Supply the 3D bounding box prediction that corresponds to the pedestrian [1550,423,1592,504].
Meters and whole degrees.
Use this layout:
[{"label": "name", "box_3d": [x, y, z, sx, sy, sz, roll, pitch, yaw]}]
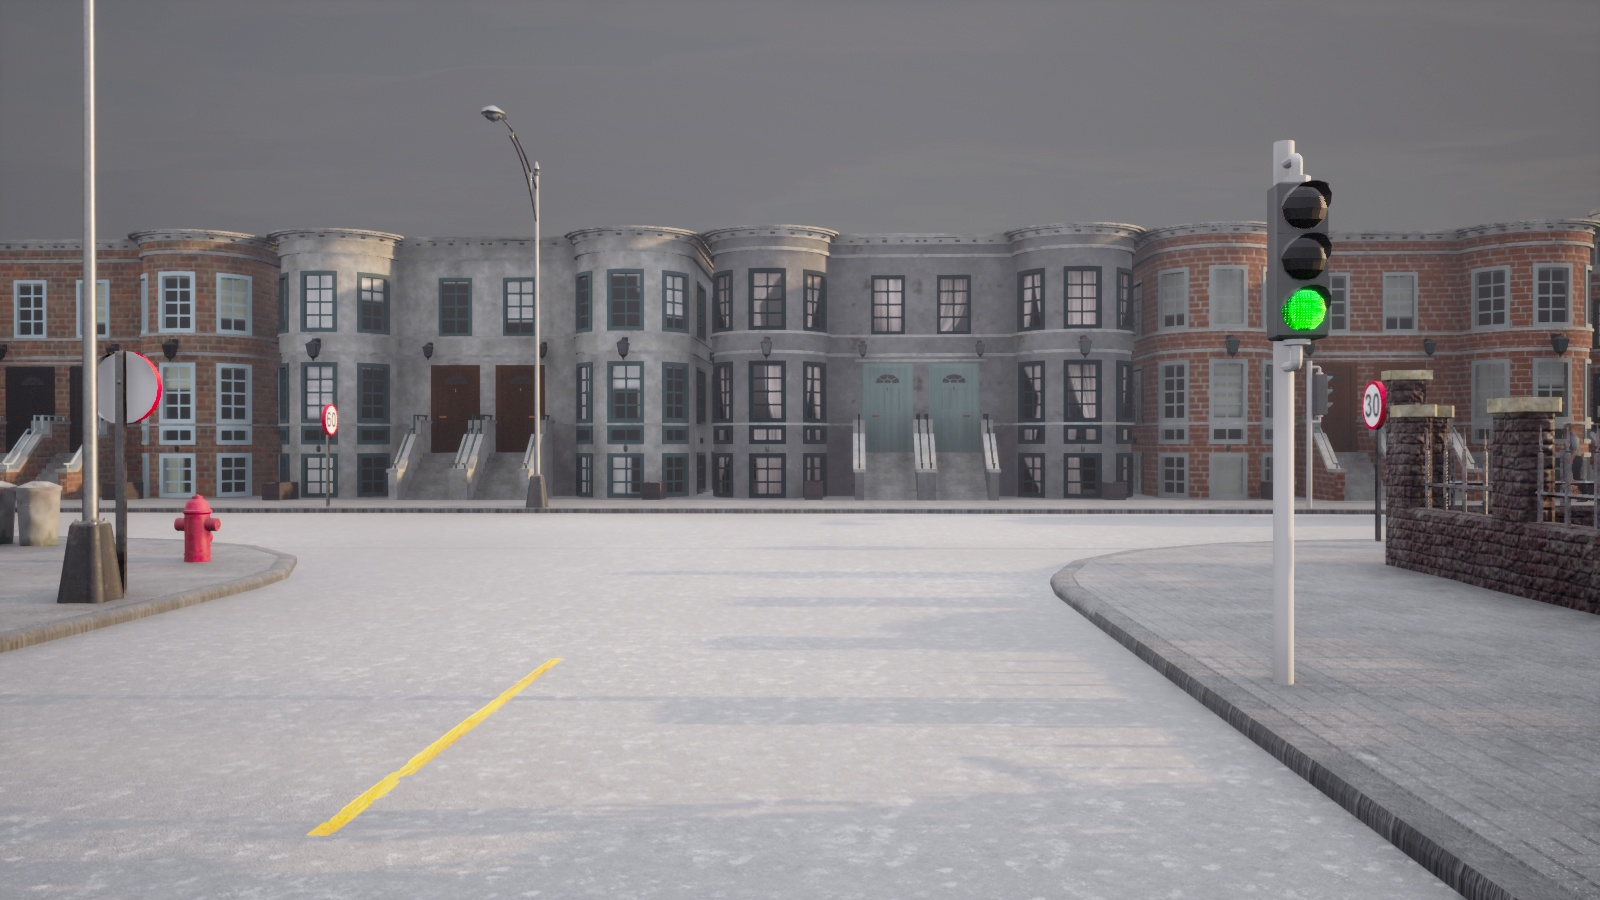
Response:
[{"label": "pedestrian", "box_3d": [17.674, 0.308, 28.810, 0.694, 1.848, 0.540, 0, 0, 16]}]
